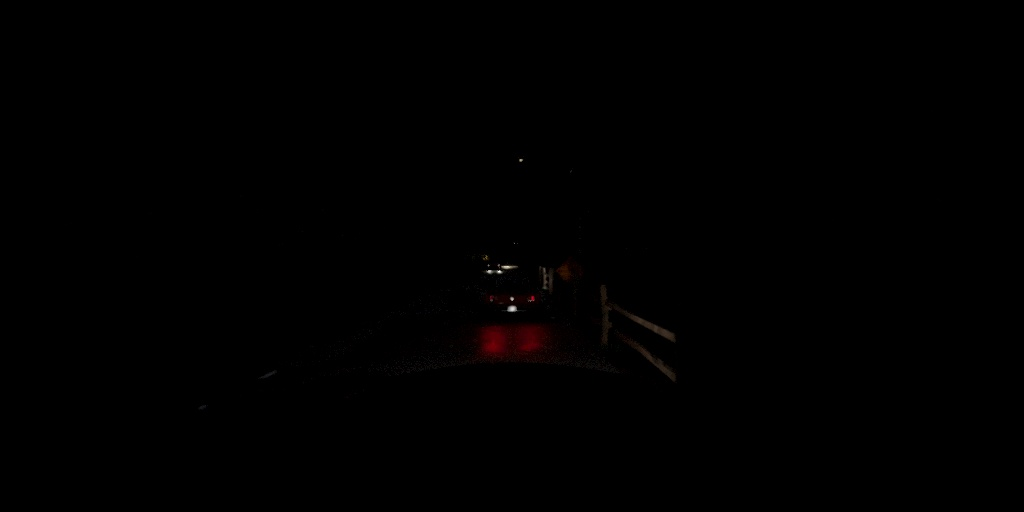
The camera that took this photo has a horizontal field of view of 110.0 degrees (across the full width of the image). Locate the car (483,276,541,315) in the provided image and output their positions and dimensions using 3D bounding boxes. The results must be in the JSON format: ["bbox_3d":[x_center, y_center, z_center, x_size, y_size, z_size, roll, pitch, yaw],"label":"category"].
[{"bbox_3d":[0.030,1.412,13.729,1.895,1.301,4.718,0,0,1],"label":"car"}]

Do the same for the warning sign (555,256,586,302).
[{"bbox_3d":[2.442,0.934,15.091,1.300,1.860,1.060,0,0,0],"label":"warning sign"}]

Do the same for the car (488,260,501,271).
[{"bbox_3d":[-2.844,1.489,58.962,2.097,1.767,4.553,0,-1,0],"label":"car"}]
